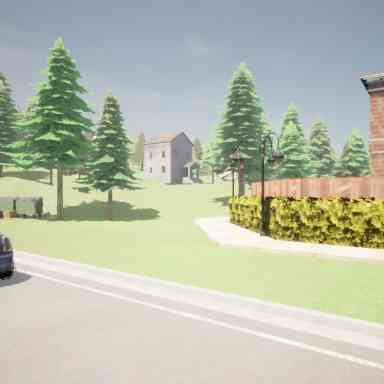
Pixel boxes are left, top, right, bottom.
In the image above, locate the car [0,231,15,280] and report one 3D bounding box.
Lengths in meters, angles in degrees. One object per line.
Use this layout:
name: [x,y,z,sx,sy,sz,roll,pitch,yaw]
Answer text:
car: [-6.693,1.351,8.764,4.553,1.767,2.097,0,0,35]
